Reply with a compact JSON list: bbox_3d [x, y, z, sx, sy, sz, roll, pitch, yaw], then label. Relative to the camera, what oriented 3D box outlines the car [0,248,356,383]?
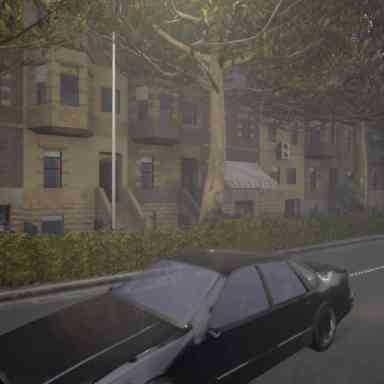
[{"bbox_3d":[0.323,1.547,4.484,5.357,1.411,2.033,0,0,-42],"label":"car"}]
